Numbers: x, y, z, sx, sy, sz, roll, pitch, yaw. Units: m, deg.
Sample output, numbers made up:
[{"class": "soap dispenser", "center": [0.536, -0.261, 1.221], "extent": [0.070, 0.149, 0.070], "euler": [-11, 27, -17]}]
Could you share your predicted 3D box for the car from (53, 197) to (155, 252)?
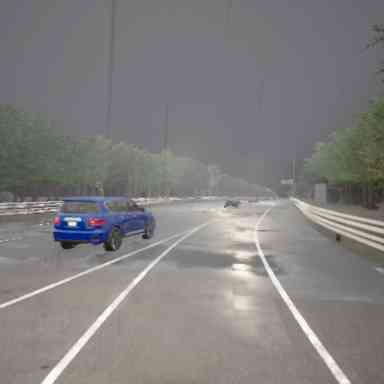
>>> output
[{"class": "car", "center": [-3.437, 1.208, 14.108], "extent": [2.150, 2.045, 5.566], "euler": [0, 0, 15]}]

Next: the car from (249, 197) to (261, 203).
[{"class": "car", "center": [15.364, 1.949, 82.676], "extent": [1.994, 1.385, 4.181], "euler": [0, -1, 16]}]

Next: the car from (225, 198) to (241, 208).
[{"class": "car", "center": [6.005, 1.589, 48.783], "extent": [1.837, 1.490, 4.892], "euler": [0, 0, 15]}]
